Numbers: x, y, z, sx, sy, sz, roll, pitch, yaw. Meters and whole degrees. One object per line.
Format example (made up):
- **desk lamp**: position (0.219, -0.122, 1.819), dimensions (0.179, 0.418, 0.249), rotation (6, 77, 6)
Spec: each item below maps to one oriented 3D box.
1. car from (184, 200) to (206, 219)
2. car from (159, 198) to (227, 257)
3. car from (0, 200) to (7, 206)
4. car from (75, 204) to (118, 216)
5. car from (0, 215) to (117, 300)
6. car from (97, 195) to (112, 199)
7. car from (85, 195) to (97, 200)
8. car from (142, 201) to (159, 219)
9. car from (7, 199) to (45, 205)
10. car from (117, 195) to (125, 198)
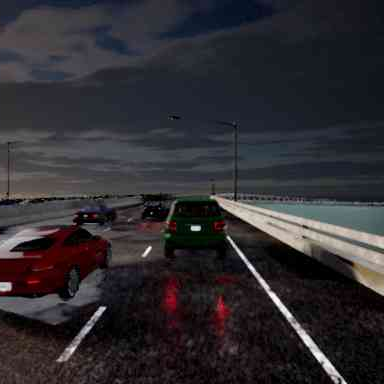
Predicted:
- **car**: position (0.285, 1.535, 30.885), dimensions (1.882, 1.535, 5.008), rotation (0, 0, 1)
- **car**: position (0.135, 1.249, 13.168), dimensions (2.150, 2.045, 5.566), rotation (0, 0, 0)
- **car**: position (-20.844, 1.592, 35.931), dimensions (1.812, 1.442, 4.674), rotation (0, 0, 1)
- **car**: position (-6.801, 1.594, 23.882), dimensions (2.033, 1.411, 5.357), rotation (0, 0, 1)
- **car**: position (-3.402, 1.543, 8.331), dimensions (1.812, 1.442, 4.674), rotation (0, 0, 0)
- **car**: position (-19.892, 1.446, 77.520), dimensions (1.837, 1.490, 4.892), rotation (0, 0, 2)
- **car**: position (-23.391, 1.472, 77.620), dimensions (2.128, 1.511, 4.902), rotation (0, 0, 2)
- **car**: position (-3.235, 1.546, 29.316), dimensions (2.128, 1.511, 4.902), rotation (0, 0, 1)
- **car**: position (-17.345, 1.570, 35.840), dimensions (1.837, 1.490, 4.892), rotation (0, 0, 1)
- **car**: position (-16.393, 1.497, 77.420), dimensions (1.994, 1.385, 4.181), rotation (0, 0, 2)
